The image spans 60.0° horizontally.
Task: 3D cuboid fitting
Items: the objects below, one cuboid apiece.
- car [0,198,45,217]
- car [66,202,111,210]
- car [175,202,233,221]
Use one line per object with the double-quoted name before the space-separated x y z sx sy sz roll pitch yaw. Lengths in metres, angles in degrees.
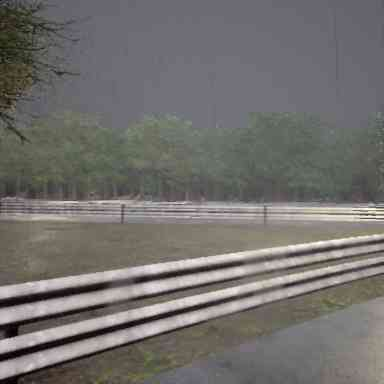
"car" -16.314 1.344 31.435 4.553 1.767 2.097 0 -1 9
"car" -11.706 1.771 37.748 4.718 1.301 1.895 0 -1 10
"car" 1.076 1.600 28.528 5.008 1.535 1.882 0 -1 9
